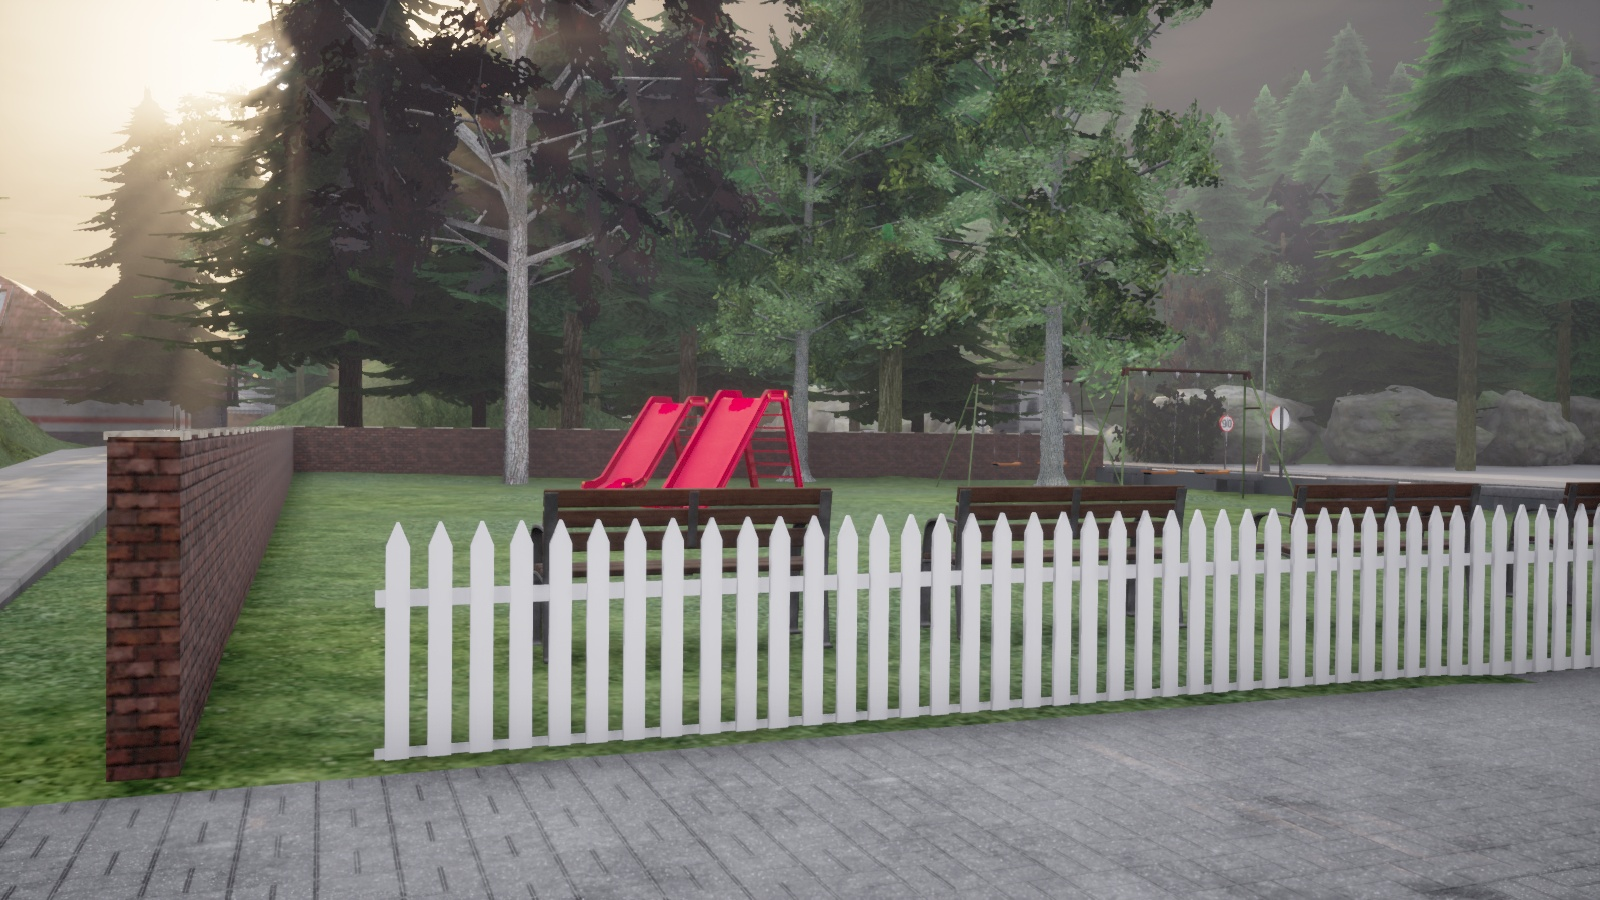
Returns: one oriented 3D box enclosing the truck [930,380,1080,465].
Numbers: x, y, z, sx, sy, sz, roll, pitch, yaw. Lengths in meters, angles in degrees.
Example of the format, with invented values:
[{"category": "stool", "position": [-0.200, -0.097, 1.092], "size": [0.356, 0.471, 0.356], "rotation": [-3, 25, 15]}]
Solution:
[{"category": "truck", "position": [8.865, -1.182, 55.456], "size": [2.891, 3.462, 7.936], "rotation": [-1, 1, -21]}]
